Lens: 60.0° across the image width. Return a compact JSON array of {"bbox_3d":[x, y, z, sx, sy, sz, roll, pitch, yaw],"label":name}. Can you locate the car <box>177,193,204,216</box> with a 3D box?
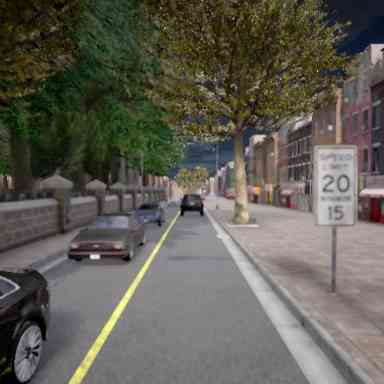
[{"bbox_3d":[0.008,1.149,31.806,2.150,2.045,5.566,0,0,0],"label":"car"}]

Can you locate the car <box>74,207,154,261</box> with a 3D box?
[{"bbox_3d":[-2.846,1.511,12.431,2.033,1.411,5.357,0,0,0],"label":"car"}]

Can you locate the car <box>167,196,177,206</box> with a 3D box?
[{"bbox_3d":[-2.738,1.350,49.996,1.812,1.442,4.674,0,0,0],"label":"car"}]

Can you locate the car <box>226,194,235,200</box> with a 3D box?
[{"bbox_3d":[11.812,1.422,91.795,5.009,1.841,2.192,1,0,0],"label":"car"}]

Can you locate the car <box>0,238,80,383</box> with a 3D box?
[{"bbox_3d":[-2.831,1.484,2.521,2.128,1.511,4.902,0,0,1],"label":"car"}]

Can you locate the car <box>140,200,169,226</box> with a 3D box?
[{"bbox_3d":[-2.832,1.467,22.719,1.812,1.442,4.674,0,0,0],"label":"car"}]

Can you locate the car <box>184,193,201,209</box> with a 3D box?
[{"bbox_3d":[0.038,1.136,44.809,2.150,2.045,5.566,0,0,0],"label":"car"}]
